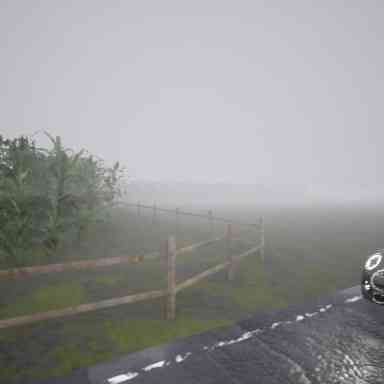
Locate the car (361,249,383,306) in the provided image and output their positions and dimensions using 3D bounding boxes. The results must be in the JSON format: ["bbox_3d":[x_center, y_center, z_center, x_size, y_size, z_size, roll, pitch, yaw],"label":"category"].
[{"bbox_3d":[5.593,1.397,7.052,4.553,1.767,2.097,0,0,-35],"label":"car"}]
